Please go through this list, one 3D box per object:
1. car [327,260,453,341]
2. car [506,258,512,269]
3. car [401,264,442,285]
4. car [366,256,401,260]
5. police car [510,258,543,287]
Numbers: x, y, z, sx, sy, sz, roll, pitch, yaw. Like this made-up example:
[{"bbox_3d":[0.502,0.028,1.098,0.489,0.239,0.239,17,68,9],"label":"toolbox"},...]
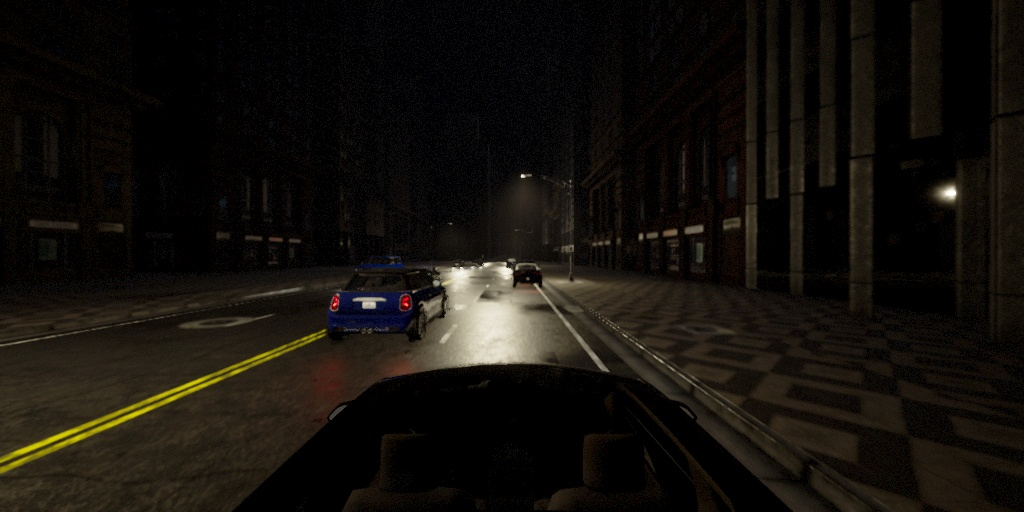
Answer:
[{"bbox_3d":[-3.151,1.102,10.038,2.097,1.767,4.553,0,0,0],"label":"car"},{"bbox_3d":[-0.007,1.281,57.547,2.128,1.511,4.902,0,0,0],"label":"car"},{"bbox_3d":[-6.599,1.319,26.640,1.994,1.385,4.181,0,0,0],"label":"car"},{"bbox_3d":[-9.850,0.980,26.975,2.150,2.045,5.566,0,0,0],"label":"car"},{"bbox_3d":[0.972,1.180,24.398,1.930,1.638,5.238,0,0,0],"label":"police car"}]
